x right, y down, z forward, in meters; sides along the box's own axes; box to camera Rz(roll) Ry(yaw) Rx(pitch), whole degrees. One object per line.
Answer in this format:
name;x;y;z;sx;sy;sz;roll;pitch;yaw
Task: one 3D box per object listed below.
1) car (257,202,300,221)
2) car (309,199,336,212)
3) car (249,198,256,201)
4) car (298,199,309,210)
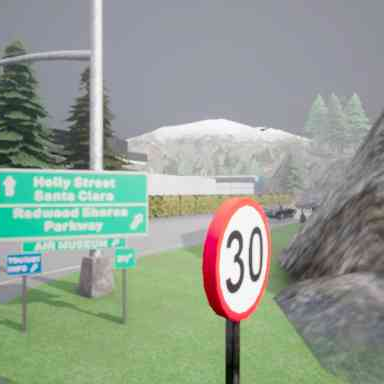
car;7.436;1.770;28.912;1.895;1.301;4.718;0;0;36
car;16.521;1.770;41.389;1.895;1.301;4.718;0;0;36
car;4.823;1.513;31.595;2.097;1.767;4.553;0;0;36
car;15.902;1.717;46.651;1.837;1.490;4.892;0;0;36
